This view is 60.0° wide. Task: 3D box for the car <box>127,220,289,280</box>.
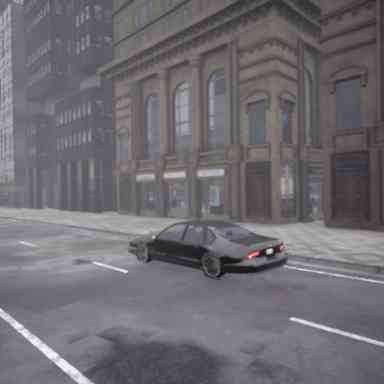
[{"bbox_3d":[0.189,1.574,10.144,2.033,1.411,5.357,-1,0,-44],"label":"car"}]
